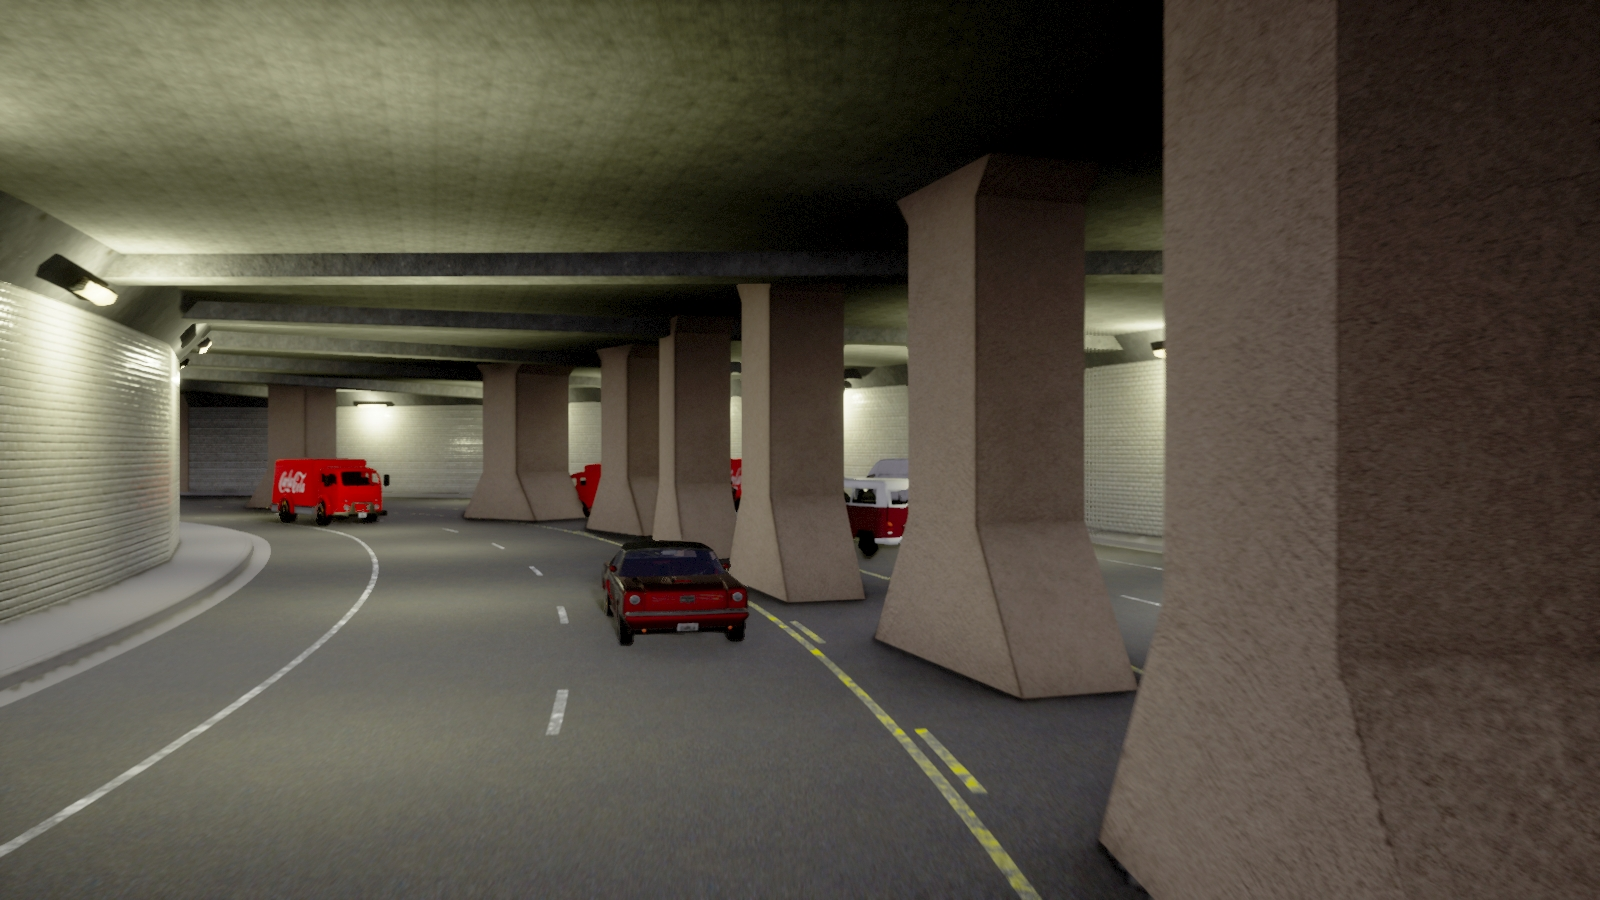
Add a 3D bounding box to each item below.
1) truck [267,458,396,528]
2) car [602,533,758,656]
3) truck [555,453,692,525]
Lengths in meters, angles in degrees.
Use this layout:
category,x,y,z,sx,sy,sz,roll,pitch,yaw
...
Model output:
category,x,y,z,sx,sy,sz,roll,pitch,yaw
truck,-17.971,1.571,43.722,5.204,2.467,2.627,0,0,43
car,-2.045,2.155,18.102,1.895,1.301,4.718,0,0,-13
truck,-7.421,1.669,47.803,5.204,2.467,2.627,-5,3,40
